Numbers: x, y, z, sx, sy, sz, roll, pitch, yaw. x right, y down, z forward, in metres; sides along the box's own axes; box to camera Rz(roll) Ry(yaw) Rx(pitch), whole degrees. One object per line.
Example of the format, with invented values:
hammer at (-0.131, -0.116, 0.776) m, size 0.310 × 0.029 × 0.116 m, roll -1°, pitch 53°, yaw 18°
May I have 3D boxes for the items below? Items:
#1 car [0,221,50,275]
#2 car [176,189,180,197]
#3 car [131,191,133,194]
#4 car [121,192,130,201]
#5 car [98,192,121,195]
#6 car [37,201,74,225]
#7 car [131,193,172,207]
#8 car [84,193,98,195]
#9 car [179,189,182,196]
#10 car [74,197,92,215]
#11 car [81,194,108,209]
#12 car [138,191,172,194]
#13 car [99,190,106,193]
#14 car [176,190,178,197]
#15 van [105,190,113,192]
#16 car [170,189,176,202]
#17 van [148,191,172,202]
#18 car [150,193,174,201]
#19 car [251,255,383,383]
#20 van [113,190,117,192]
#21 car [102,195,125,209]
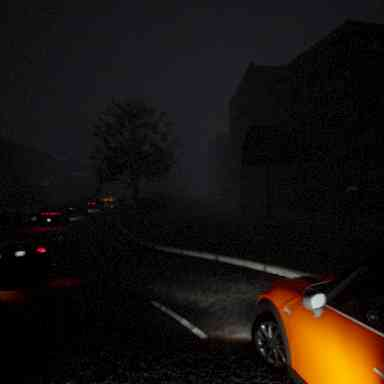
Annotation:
car at (-6.525, 1.695, 10.160) m, size 5.357 × 1.411 × 2.033 m, roll -1°, pitch -1°, yaw 36°
car at (-5.757, 0.746, 75.783) m, size 4.892 × 1.521 × 2.231 m, roll -1°, pitch 1°, yaw 3°
car at (-10.629, 0.843, 68.248) m, size 2.097 × 1.767 × 4.553 m, roll -1°, pitch 1°, yaw 1°
car at (-13.839, 1.195, 65.049) m, size 1.895 × 1.301 × 4.718 m, roll -1°, pitch 1°, yaw 1°
car at (-13.724, 1.250, 55.156) m, size 1.882 × 1.535 × 5.008 m, roll -1°, pitch 1°, yaw -1°
car at (-10.470, 1.663, 25.344) m, size 1.837 × 1.490 × 4.892 m, roll -1°, pitch 1°, yaw -14°
car at (-5.617, 1.314, 45.832) m, size 4.892 × 1.521 × 2.231 m, roll -1°, pitch 1°, yaw -2°
car at (-22.513, 1.039, 72.003) m, size 2.097 × 1.535 × 5.008 m, roll -1°, pitch 1°, yaw 2°
car at (-5.457, 0.639, 81.363) m, size 4.792 × 1.488 × 2.163 m, roll -1°, pitch 1°, yaw 5°
car at (-12.330, 1.613, 35.235) m, size 1.994 × 1.385 × 4.181 m, roll -1°, pitch 1°, yaw -7°
car at (-13.287, 1.472, 45.234) m, size 2.033 × 1.411 × 5.357 m, roll -1°, pitch 1°, yaw -2°
car at (-5.674, 1.145, 48.585) m, size 4.553 × 1.767 × 2.185 m, roll -1°, pitch 1°, yaw -2°
car at (-22.266, 0.950, 77.489) m, size 2.163 × 1.488 × 4.792 m, roll -1°, pitch 1°, yaw 4°
car at (-5.982, 0.899, 70.329) m, size 4.792 × 1.488 × 2.163 m, roll -1°, pitch 1°, yaw 2°
van at (-21.904, 0.572, 82.931) m, size 1.878 × 1.987 × 4.442 m, roll -1°, pitch 1°, yaw 5°
car at (-5.871, 0.934, 54.081) m, size 5.566 × 2.045 × 2.435 m, roll -1°, pitch 1°, yaw -2°
van at (-5.935, 0.812, 62.133) m, size 4.442 × 1.987 × 1.878 m, roll -1°, pitch 1°, yaw 0°
car at (-6.010, 0.968, 67.598) m, size 4.674 × 1.452 × 2.002 m, roll -1°, pitch 1°, yaw 1°
car at (2.240, 1.348, 3.026) m, size 2.097 × 1.767 × 4.553 m, roll -1°, pitch 0°, yaw -11°
van at (-21.433, 0.460, 88.448) m, size 1.878 × 1.987 × 4.442 m, roll -1°, pitch 1°, yaw 6°
car at (-10.145, 1.511, 43.827) m, size 1.895 × 1.301 × 4.718 m, roll -1°, pitch 1°, yaw -4°
